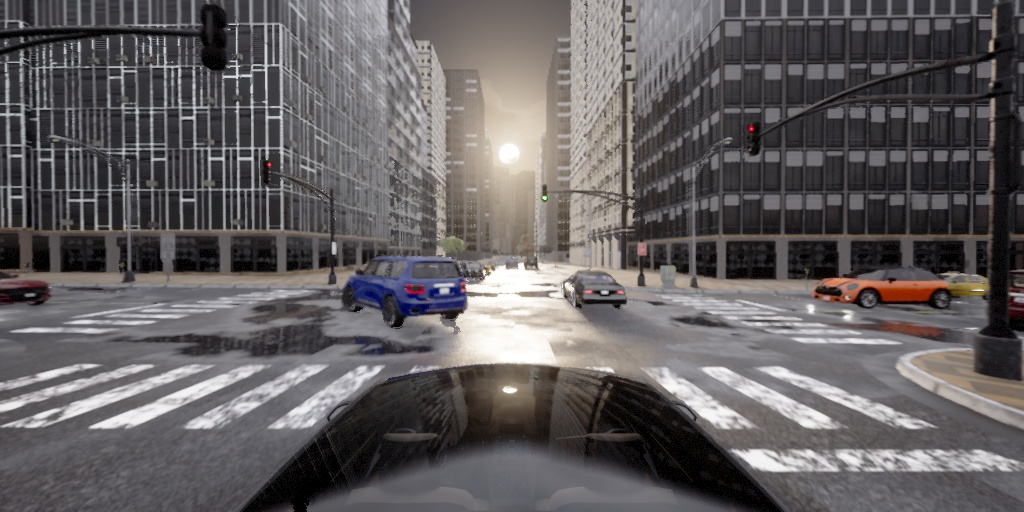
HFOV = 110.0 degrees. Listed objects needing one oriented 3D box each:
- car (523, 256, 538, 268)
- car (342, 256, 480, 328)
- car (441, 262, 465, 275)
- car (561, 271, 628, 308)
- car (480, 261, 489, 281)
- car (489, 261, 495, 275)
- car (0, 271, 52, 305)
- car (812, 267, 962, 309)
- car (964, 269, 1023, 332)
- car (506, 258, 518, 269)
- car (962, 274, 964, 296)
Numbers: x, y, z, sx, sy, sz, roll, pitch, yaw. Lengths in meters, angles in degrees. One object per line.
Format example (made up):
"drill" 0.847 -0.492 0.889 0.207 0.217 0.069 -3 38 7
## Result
"car" 3.261 1.056 61.163 2.150 2.045 5.566 0 0 0
"car" -3.725 1.008 12.001 2.150 2.045 5.566 1 1 -43
"car" -6.564 1.412 40.400 1.895 1.301 4.718 0 0 0
"car" 3.367 1.343 15.523 2.033 1.411 5.357 1 1 0
"car" -3.331 1.276 30.988 1.882 1.535 5.008 0 0 0
"car" -3.312 1.289 40.601 1.882 1.535 5.008 0 0 0
"car" -19.764 1.109 12.871 5.008 1.535 1.882 1 1 0
"car" 15.783 1.253 15.494 4.553 1.767 2.097 0 1 -1
"car" 16.195 1.299 9.686 5.009 1.841 2.192 0 0 1
"car" 0.012 1.186 60.445 2.097 1.767 4.553 0 0 0
"car" 21.807 1.445 17.970 4.829 1.417 1.751 0 0 1
